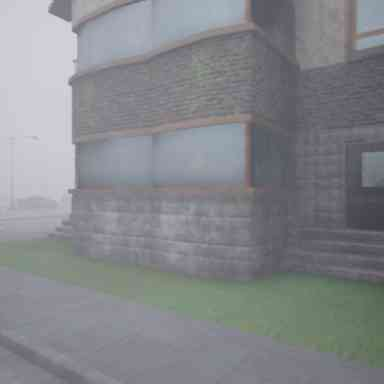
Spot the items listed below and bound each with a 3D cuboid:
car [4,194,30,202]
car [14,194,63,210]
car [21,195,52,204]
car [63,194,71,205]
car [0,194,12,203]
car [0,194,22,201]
[{"bbox_3d":[-40.805,1.334,77.781,2.152,1.636,5.027,0,0,35],"label":"car"},{"bbox_3d":[-17.939,1.308,38.825,2.007,1.523,4.514,0,0,35],"label":"car"},{"bbox_3d":[-27.506,1.305,58.818,2.007,1.523,4.514,0,0,35],"label":"car"},{"bbox_3d":[-17.778,1.106,51.006,1.932,1.855,4.605,0,0,35],"label":"car"},{"bbox_3d":[-35.617,1.325,64.655,1.845,1.501,3.633,0,0,35],"label":"car"},{"bbox_3d":[-43.390,1.342,79.560,2.007,1.523,4.514,0,0,35],"label":"car"}]
